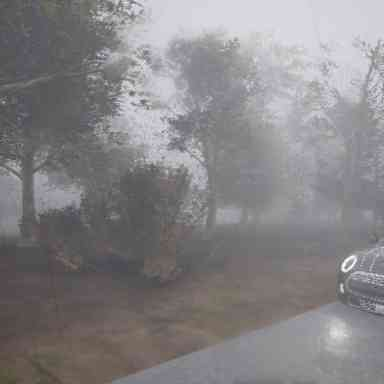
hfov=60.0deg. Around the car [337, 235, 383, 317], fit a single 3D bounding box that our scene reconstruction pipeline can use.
[{"bbox_3d":[4.972,1.375,6.884,4.553,1.767,2.097,0,0,-38],"label":"car"}]
